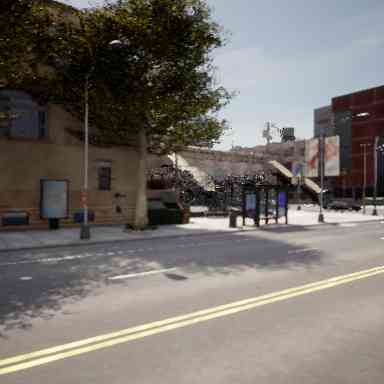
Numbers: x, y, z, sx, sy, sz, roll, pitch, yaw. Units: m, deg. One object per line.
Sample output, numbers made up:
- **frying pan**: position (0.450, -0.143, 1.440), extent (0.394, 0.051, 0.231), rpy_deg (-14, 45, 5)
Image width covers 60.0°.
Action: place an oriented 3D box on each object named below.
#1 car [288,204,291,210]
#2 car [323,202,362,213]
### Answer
- **car**: position (12.559, 1.906, 50.240), extent (2.097, 1.535, 5.008), rpy_deg (1, 0, -35)
- **car**: position (20.117, 2.005, 44.499), extent (1.895, 1.301, 4.718), rpy_deg (1, 0, -35)
